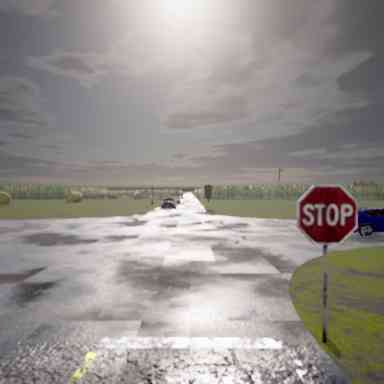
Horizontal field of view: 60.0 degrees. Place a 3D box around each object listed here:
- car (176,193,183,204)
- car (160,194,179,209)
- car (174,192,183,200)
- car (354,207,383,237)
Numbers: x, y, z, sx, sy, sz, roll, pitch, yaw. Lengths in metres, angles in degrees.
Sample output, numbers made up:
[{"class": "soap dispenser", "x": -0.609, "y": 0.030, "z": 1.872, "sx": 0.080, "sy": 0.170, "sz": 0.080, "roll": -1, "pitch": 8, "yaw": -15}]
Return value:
[{"class": "car", "x": -3.008, "y": 1.449, "z": 59.961, "sx": 2.033, "sy": 1.411, "sz": 5.357, "roll": 0, "pitch": 0, "yaw": 0}, {"class": "car", "x": -2.970, "y": 1.427, "z": 42.946, "sx": 1.837, "sy": 1.490, "sz": 4.892, "roll": 0, "pitch": 0, "yaw": 0}, {"class": "car", "x": -3.021, "y": 0.858, "z": 75.285, "sx": 2.097, "sy": 1.767, "sz": 4.553, "roll": 0, "pitch": 0, "yaw": 0}, {"class": "car", "x": 9.772, "y": 1.550, "z": 17.801, "sx": 4.674, "sy": 1.442, "sz": 1.812, "roll": 0, "pitch": 0, "yaw": -13}]
